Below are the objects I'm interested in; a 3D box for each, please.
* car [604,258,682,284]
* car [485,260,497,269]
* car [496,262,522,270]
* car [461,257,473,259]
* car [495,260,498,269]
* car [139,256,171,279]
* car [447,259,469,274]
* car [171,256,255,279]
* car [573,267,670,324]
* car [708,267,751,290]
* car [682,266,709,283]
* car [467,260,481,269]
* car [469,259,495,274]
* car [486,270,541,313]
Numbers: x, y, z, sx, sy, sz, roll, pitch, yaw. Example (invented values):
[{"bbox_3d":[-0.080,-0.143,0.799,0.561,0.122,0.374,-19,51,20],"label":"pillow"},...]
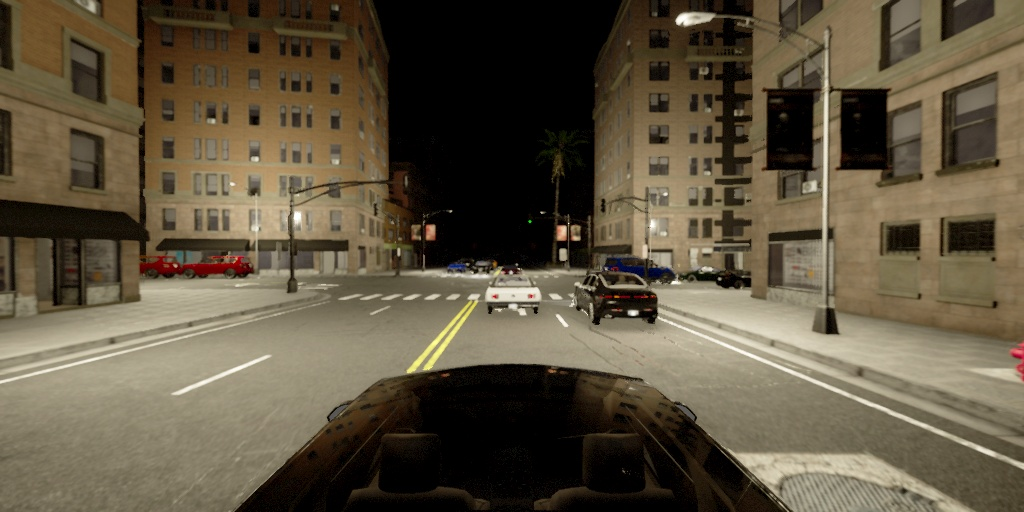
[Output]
[{"bbox_3d":[9.650,1.167,27.368,5.566,2.045,2.150,1,-2,-15],"label":"car"},{"bbox_3d":[-3.625,1.445,62.778,1.882,1.535,5.008,0,0,0],"label":"car"},{"bbox_3d":[-0.077,1.399,31.726,2.033,1.411,5.357,0,0,0],"label":"car"},{"bbox_3d":[-6.886,1.164,54.529,2.150,2.045,5.566,0,0,0],"label":"car"},{"bbox_3d":[-3.635,1.486,53.275,2.033,1.411,5.357,0,0,0],"label":"car"},{"bbox_3d":[-29.504,0.895,28.558,5.009,1.841,2.192,0,0,-9],"label":"car"},{"bbox_3d":[-6.849,1.434,44.820,1.812,1.442,4.674,0,0,1],"label":"car"},{"bbox_3d":[-24.063,0.940,29.414,5.009,1.841,2.192,0,0,-9],"label":"car"},{"bbox_3d":[3.298,1.293,12.103,1.837,1.490,4.892,0,0,1],"label":"car"},{"bbox_3d":[16.073,1.600,24.167,4.313,1.339,1.948,0,0,0],"label":"car"},{"bbox_3d":[15.885,1.534,30.117,4.181,1.385,1.994,0,1,0],"label":"car"},{"bbox_3d":[-6.890,1.521,65.087,2.033,1.411,5.357,0,0,0],"label":"car"},{"bbox_3d":[-3.600,1.395,43.532,2.128,1.511,4.902,0,0,0],"label":"car"},{"bbox_3d":[0.027,1.396,14.199,1.895,1.301,4.718,0,0,0],"label":"car"}]
